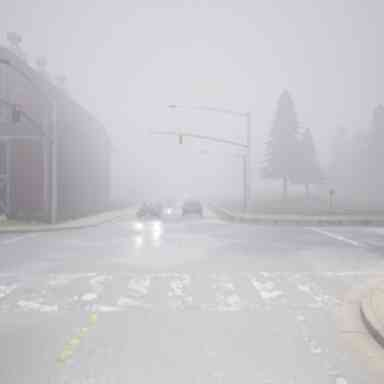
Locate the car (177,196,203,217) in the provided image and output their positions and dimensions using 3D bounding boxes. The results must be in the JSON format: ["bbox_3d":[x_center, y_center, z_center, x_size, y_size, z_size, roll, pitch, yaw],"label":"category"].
[{"bbox_3d":[0.035,1.443,30.845,2.128,1.511,4.902,0,0,0],"label":"car"}]

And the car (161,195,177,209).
[{"bbox_3d":[-3.540,1.421,45.271,2.128,1.511,4.902,0,0,0],"label":"car"}]

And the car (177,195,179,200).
[{"bbox_3d":[-3.426,1.413,65.790,1.837,1.490,4.892,0,0,0],"label":"car"}]

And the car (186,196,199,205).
[{"bbox_3d":[0.065,1.459,56.311,2.033,1.411,5.357,0,0,0],"label":"car"}]

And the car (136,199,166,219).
[{"bbox_3d":[-3.567,1.555,28.703,1.895,1.301,4.718,0,0,0],"label":"car"}]
